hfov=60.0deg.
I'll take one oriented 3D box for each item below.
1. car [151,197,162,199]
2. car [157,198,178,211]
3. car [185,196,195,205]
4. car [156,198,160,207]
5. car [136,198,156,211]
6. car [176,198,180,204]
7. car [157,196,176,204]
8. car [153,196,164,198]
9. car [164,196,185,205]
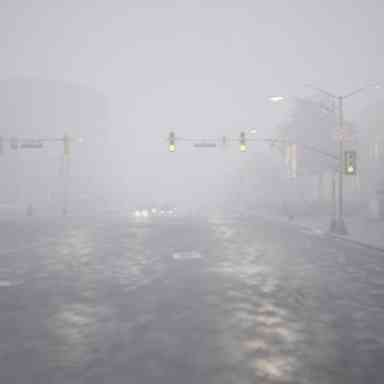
[{"bbox_3d":[-7.838,2.287,69.458,1.812,1.442,4.674,0,-1,-10],"label":"car"},{"bbox_3d":[-3.652,2.103,50.495,2.033,1.411,5.357,0,-1,0],"label":"car"},{"bbox_3d":[-1.264,2.129,82.281,2.150,2.045,5.566,0,-1,-29],"label":"car"},{"bbox_3d":[-7.162,2.252,59.290,1.895,1.301,4.718,0,-1,0],"label":"car"},{"bbox_3d":[-7.148,2.041,50.023,2.128,1.511,4.902,0,-1,0],"label":"car"},{"bbox_3d":[-3.664,2.220,59.710,1.994,1.385,4.181,0,-1,0],"label":"car"},{"bbox_3d":[-6.996,2.166,91.098,2.150,2.045,5.566,1,-1,-43],"label":"car"},{"bbox_3d":[-9.721,2.151,88.902,2.150,2.045,5.566,1,-1,-43],"label":"car"},{"bbox_3d":[-4.308,2.241,80.576,2.097,1.767,4.553,0,-1,-29],"label":"car"}]
